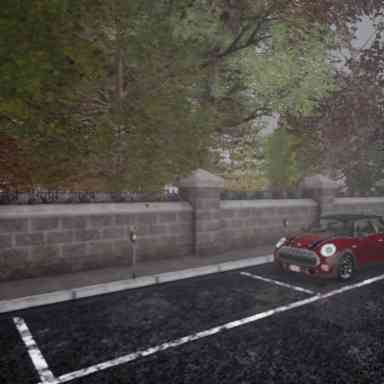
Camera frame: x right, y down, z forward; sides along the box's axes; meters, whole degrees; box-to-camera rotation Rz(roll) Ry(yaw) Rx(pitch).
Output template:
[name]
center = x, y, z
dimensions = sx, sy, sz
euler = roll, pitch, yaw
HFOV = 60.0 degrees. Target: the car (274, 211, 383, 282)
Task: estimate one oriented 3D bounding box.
[car]
center = 4.230, 1.394, 9.572
dimensions = 4.097, 1.590, 1.967
euler = 0, 1, -36
